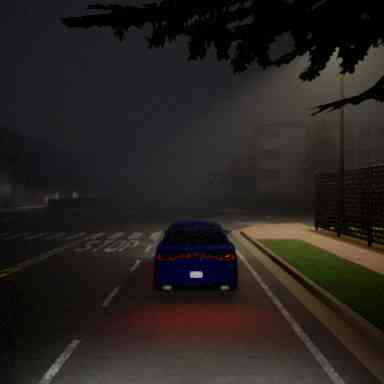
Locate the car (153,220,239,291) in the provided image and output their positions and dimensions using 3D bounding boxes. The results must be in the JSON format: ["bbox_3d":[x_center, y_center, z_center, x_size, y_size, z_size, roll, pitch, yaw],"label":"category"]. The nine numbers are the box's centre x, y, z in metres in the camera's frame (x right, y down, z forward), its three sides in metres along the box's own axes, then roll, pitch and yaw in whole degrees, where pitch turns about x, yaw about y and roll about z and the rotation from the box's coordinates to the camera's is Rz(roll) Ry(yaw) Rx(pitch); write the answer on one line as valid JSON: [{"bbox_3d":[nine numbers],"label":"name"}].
[{"bbox_3d":[0.088,1.503,9.136,1.882,1.535,5.008,0,0,0],"label":"car"}]
